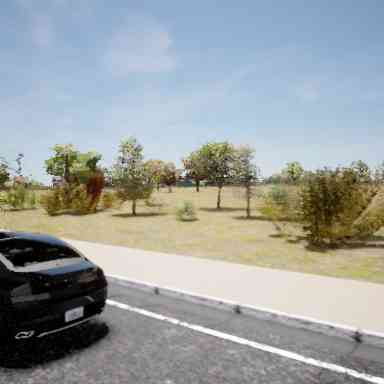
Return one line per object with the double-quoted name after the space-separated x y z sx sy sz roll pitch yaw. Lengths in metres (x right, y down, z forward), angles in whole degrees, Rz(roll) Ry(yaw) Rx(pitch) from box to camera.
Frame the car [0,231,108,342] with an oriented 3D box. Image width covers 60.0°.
-3.645 1.504 6.203 4.892 1.490 1.837 0 0 36 "car"
